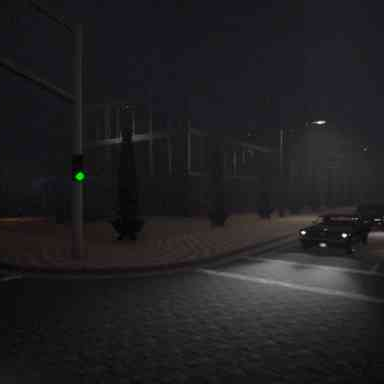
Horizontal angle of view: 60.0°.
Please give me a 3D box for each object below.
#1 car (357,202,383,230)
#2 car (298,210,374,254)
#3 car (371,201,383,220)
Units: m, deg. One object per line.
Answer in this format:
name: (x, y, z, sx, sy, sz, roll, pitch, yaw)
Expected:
car: (11.540, 1.518, 21.390, 1.837, 1.490, 4.892, 0, 0, 36)
car: (6.044, 1.615, 13.873, 1.895, 1.301, 4.718, 0, 0, 36)
car: (17.323, 1.560, 29.298, 2.033, 1.411, 5.357, 0, 0, 36)
